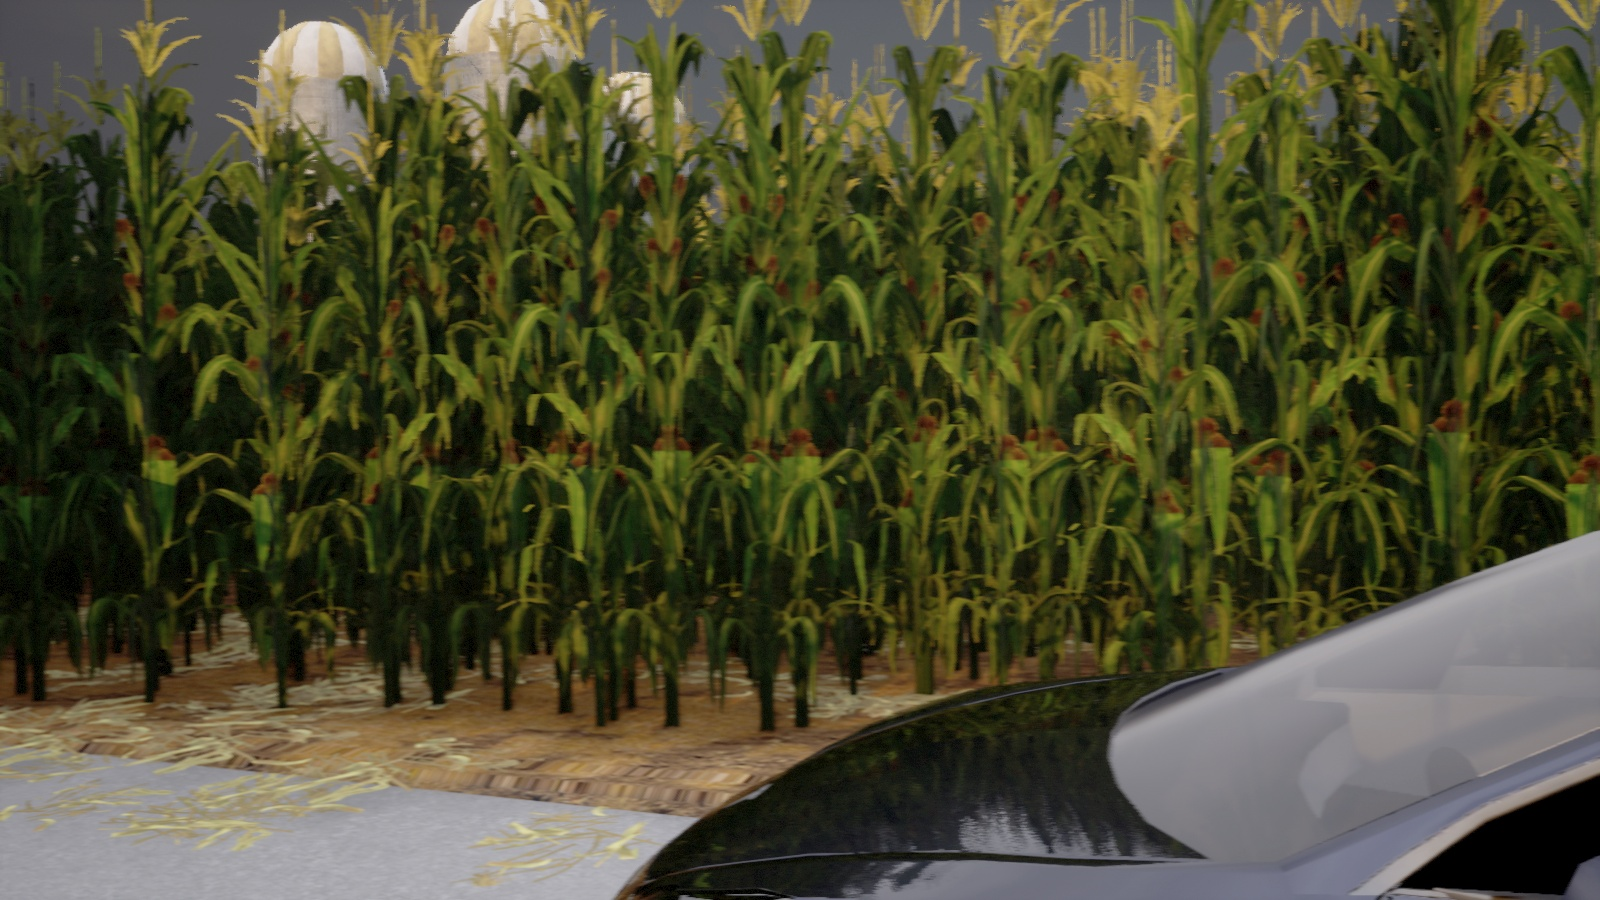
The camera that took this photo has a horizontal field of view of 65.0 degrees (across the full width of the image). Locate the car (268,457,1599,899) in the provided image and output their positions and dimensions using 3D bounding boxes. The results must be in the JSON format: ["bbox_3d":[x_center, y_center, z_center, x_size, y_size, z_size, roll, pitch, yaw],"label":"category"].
[{"bbox_3d":[1.814,0.797,2.161,4.792,1.488,2.163,0,1,19],"label":"car"}]
